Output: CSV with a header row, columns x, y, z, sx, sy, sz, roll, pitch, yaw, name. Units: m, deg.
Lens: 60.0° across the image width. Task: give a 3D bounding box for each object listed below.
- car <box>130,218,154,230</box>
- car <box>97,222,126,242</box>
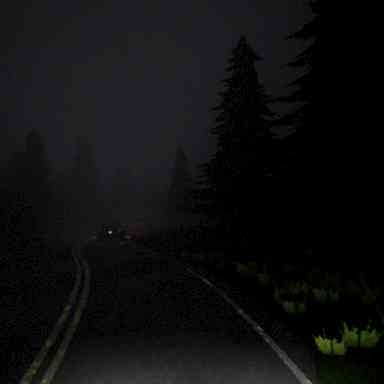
x,y,z,sx,sy,sz,roll,pitch,yaw,name
-6.210,4.027,41.998,2.097,1.767,4.553,0,-4,7,car
-6.065,2.958,25.297,1.994,1.385,4.181,0,-4,-10,car
